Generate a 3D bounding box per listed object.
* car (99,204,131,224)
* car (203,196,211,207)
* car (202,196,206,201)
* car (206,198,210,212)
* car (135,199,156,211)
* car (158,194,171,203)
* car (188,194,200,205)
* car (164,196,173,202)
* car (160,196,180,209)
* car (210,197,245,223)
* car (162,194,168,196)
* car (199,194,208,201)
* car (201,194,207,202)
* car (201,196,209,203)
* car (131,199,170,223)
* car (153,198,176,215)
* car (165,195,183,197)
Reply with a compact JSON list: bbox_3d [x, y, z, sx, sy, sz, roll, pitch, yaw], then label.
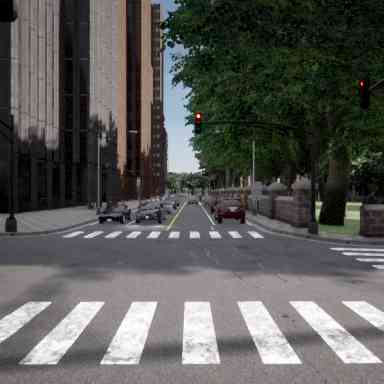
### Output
[{"bbox_3d":[-5.721,1.576,25.205,1.947,1.339,4.313,0,0,0],"label":"car"},{"bbox_3d":[2.830,1.579,41.569,2.008,1.369,4.403,0,0,0],"label":"car"},{"bbox_3d":[2.838,1.585,47.026,2.008,1.369,4.403,0,0,0],"label":"car"},{"bbox_3d":[2.821,1.588,36.113,1.947,1.339,4.313,0,0,0],"label":"car"},{"bbox_3d":[-5.695,1.579,41.575,2.008,1.369,4.403,0,0,0],"label":"car"},{"bbox_3d":[-5.652,1.374,68.861,2.192,1.841,5.009,0,0,0],"label":"car"},{"bbox_3d":[0.192,1.595,58.660,2.033,1.411,5.357,0,0,1],"label":"car"},{"bbox_3d":[-5.635,1.620,79.775,1.887,1.381,4.507,0,0,0],"label":"car"},{"bbox_3d":[-3.021,1.595,43.932,1.994,1.385,4.181,0,0,0],"label":"car"},{"bbox_3d":[2.804,1.326,25.201,2.192,1.841,5.009,0,0,0],"label":"car"},{"bbox_3d":[-5.661,1.634,63.404,1.802,1.307,4.206,0,0,0],"label":"car"},{"bbox_3d":[2.899,1.399,85.222,2.192,1.841,5.009,0,0,0],"label":"car"},{"bbox_3d":[2.847,1.481,52.483,1.967,1.590,4.097,0,0,0],"label":"car"},{"bbox_3d":[2.882,1.592,74.479,1.752,1.417,4.829,0,0,0],"label":"car"},{"bbox_3d":[-3.065,1.516,25.475,1.837,1.490,4.892,0,0,1],"label":"car"},{"bbox_3d":[-3.043,1.621,34.731,1.895,1.301,4.718,0,0,0],"label":"car"},{"bbox_3d":[-2.968,1.590,54.076,2.033,1.411,5.357,0,0,0],"label":"car"}]
